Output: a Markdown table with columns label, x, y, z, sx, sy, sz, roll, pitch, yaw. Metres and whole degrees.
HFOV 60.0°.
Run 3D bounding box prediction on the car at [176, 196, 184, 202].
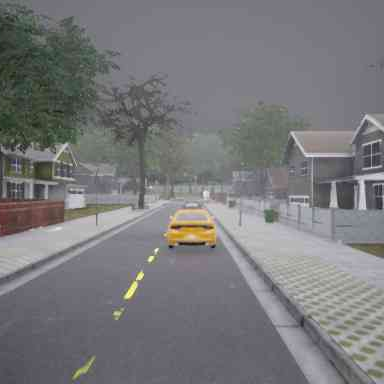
| label | x | y | z | sx | sy | sz | roll | pitch | yaw |
| --- | --- | --- | --- | --- | --- | --- | --- | --- | --- |
| car | -2.750 | 1.479 | 75.907 | 1.895 | 1.301 | 4.718 | 0 | 0 | 0 |

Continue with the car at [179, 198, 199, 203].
| label | x | y | z | sx | sy | sz | roll | pitch | yaw |
| --- | --- | --- | --- | --- | --- | --- | --- | --- | --- |
| car | 0.000 | 1.539 | 29.651 | 1.812 | 1.442 | 4.674 | 0 | 0 | 0 |

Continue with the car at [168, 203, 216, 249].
| label | x | y | z | sx | sy | sz | roll | pitch | yaw |
| --- | --- | --- | --- | --- | --- | --- | --- | --- | --- |
| car | 0.000 | 1.488 | 14.650 | 1.882 | 1.535 | 5.008 | 0 | 0 | 0 |
